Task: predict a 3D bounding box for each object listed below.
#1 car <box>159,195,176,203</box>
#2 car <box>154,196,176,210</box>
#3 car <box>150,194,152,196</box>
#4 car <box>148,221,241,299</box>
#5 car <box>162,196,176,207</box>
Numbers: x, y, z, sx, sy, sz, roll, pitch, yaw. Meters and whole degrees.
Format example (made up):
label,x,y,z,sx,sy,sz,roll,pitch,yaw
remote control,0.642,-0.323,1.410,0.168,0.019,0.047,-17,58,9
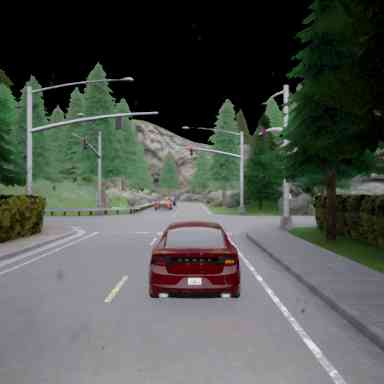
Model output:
label,x,y,z,sx,sy,sz,roll,pitch,yaw
car,-5.024,1.477,68.421,1.882,1.535,5.008,0,0,-24
car,-3.589,1.352,42.640,2.097,1.767,4.553,0,0,0
car,-11.003,1.355,79.677,4.553,1.767,2.097,0,0,24
car,0.068,1.478,8.538,1.882,1.535,5.008,0,0,0
car,-3.575,1.477,53.490,1.882,1.535,5.008,0,0,0
